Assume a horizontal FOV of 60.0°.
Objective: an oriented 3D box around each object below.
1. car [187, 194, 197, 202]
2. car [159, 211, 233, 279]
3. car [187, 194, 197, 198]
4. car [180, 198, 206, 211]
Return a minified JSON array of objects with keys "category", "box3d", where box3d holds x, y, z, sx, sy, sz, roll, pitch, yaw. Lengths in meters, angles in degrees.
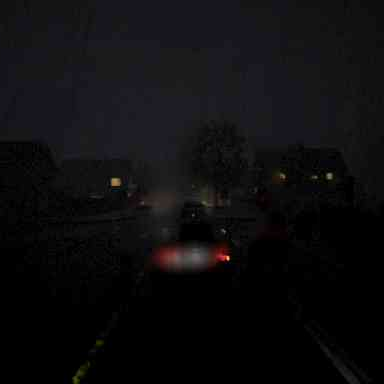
[{"category":"car","box3d":[0.007,1.296,73.532,2.097,1.767,4.553,0,0,0]},{"category":"car","box3d":[0.097,1.534,10.005,2.033,1.411,5.357,0,0,0]},{"category":"car","box3d":[0.006,1.632,63.544,1.895,1.301,4.718,0,0,0]},{"category":"car","box3d":[0.102,1.470,26.623,2.128,1.511,4.902,0,0,0]}]
